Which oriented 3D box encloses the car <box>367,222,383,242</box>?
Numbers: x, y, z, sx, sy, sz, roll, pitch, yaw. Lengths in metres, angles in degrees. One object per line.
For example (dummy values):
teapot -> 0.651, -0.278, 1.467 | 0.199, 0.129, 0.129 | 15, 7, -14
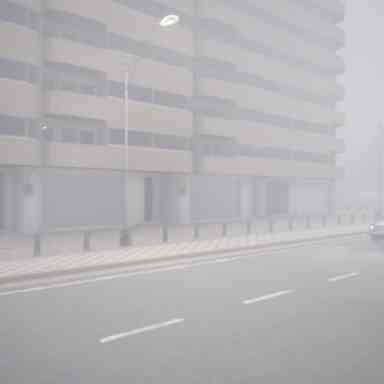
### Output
car -> 10.184, 1.650, 15.483 | 4.718, 1.301, 1.895 | 0, 0, -35
